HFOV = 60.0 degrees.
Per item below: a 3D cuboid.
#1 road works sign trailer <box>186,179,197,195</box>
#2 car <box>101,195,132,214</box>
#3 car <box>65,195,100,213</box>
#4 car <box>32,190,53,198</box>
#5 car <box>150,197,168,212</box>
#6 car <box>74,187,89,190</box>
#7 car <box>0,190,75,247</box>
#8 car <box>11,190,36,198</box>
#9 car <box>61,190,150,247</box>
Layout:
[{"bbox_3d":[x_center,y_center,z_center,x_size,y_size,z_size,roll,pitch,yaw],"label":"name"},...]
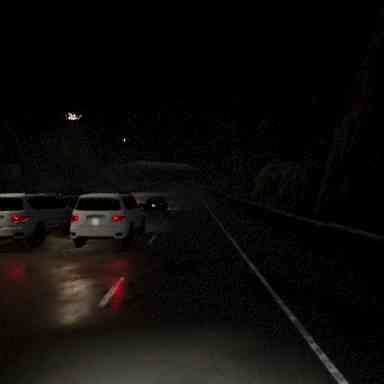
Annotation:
[{"bbox_3d":[-0.001,-1.205,76.495,2.380,3.560,2.880,0,2,0],"label":"road works sign trailer"},{"bbox_3d":[-6.898,1.087,30.917,1.837,1.490,4.892,0,1,0],"label":"car"},{"bbox_3d":[-10.397,1.090,31.848,1.812,1.442,4.674,0,1,0],"label":"car"},{"bbox_3d":[-27.992,0.326,62.414,1.812,1.442,4.674,0,2,0],"label":"car"},{"bbox_3d":[-3.397,1.136,31.424,1.994,1.385,4.181,0,1,0],"label":"car"},{"bbox_3d":[-21.000,0.015,62.589,2.150,2.045,5.566,0,2,0],"label":"car"},{"bbox_3d":[-6.898,1.070,14.320,2.150,2.045,5.566,0,1,0],"label":"car"},{"bbox_3d":[-31.491,0.343,62.293,2.033,1.411,5.357,0,2,0],"label":"car"},{"bbox_3d":[-3.398,1.069,14.384,2.150,2.045,5.566,0,1,0],"label":"car"}]
